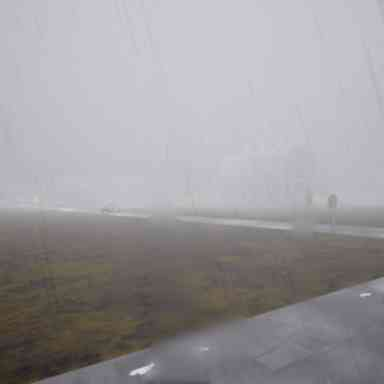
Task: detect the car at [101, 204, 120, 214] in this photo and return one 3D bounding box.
[{"bbox_3d":[-13.221,2.735,53.732,2.128,1.511,4.902,1,-2,-35],"label":"car"}]
